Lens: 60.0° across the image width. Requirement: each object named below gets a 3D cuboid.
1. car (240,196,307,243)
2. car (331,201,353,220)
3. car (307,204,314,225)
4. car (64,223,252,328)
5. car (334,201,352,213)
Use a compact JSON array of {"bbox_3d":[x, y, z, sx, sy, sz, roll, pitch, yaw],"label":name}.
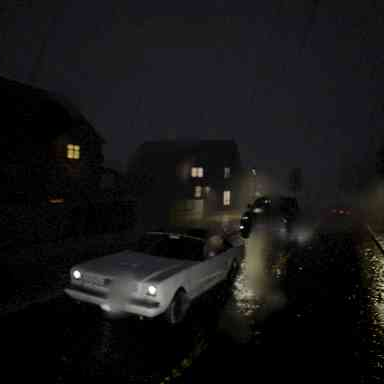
[{"bbox_3d":[4.163,1.229,16.841,2.150,2.045,5.566,3,1,25],"label":"car"},{"bbox_3d":[14.929,1.931,33.174,2.033,1.411,5.357,3,1,25],"label":"car"},{"bbox_3d":[8.352,1.610,25.927,2.128,1.511,4.902,3,1,25],"label":"car"},{"bbox_3d":[-0.351,1.495,7.110,1.895,1.301,4.718,3,1,25],"label":"car"},{"bbox_3d":[21.157,2.063,46.685,2.128,1.511,4.902,3,1,25],"label":"car"}]
